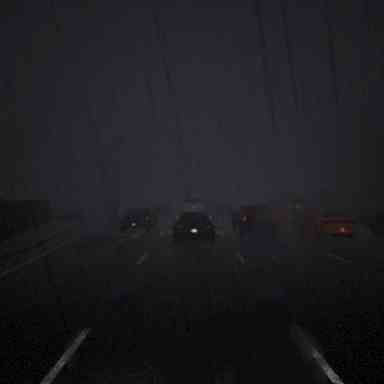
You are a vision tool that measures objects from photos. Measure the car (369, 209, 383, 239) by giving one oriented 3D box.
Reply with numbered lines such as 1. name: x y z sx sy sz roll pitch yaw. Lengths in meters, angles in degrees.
1. car: 10.598 1.368 15.516 2.150 2.045 5.566 0 -1 0

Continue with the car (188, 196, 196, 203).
1. car: -0.012 2.082 92.147 2.150 2.045 5.566 0 -1 0

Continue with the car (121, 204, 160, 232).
1. car: -3.418 1.731 21.757 1.812 1.442 4.674 0 -1 0

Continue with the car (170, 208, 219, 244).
1. car: 0.098 1.723 16.856 1.994 1.385 4.181 0 -1 0

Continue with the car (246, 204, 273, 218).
1. car: 7.097 1.933 35.240 1.895 1.301 4.718 0 -1 0

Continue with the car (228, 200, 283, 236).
1. car: 3.597 1.539 19.833 2.097 1.767 4.553 0 -1 0

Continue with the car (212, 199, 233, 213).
1. car: 3.582 1.882 37.844 1.812 1.442 4.674 0 -1 0

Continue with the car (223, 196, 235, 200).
1. car: 10.488 2.082 92.148 2.150 2.045 5.566 0 -1 0

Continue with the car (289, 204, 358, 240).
1. car: 7.098 1.649 18.144 1.882 1.535 5.008 0 -1 0

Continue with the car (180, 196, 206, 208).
1. car: 0.095 1.560 35.947 2.150 2.045 5.566 0 -1 0

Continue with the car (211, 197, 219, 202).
1. car: 6.988 2.414 92.531 1.994 1.385 4.181 0 -1 0

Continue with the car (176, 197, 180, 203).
1. car: -3.512 2.382 92.113 2.128 1.511 4.902 0 -1 0

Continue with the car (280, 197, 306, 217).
1. car: 10.595 1.560 35.966 2.150 2.045 5.566 0 -1 0

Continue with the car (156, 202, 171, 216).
1. car: -3.418 1.882 37.817 1.812 1.442 4.674 0 -1 0

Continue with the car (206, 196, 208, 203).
1. car: 3.488 2.335 92.115 1.882 1.535 5.008 0 -1 0
